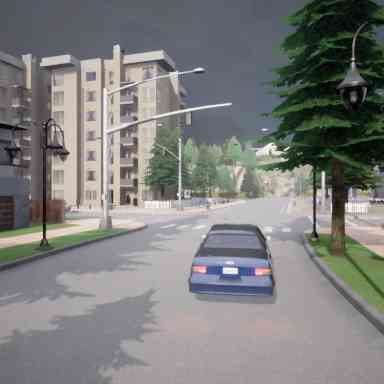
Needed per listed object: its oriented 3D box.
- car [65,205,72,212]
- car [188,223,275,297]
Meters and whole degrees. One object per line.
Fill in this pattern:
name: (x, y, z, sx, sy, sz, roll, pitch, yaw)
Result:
car: (-15.485, 1.620, 35.828, 4.718, 1.301, 1.895, 0, 0, 19)
car: (1.133, 1.547, 8.810, 2.033, 1.411, 5.357, 0, 0, 9)
